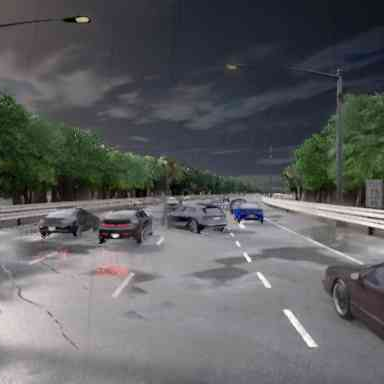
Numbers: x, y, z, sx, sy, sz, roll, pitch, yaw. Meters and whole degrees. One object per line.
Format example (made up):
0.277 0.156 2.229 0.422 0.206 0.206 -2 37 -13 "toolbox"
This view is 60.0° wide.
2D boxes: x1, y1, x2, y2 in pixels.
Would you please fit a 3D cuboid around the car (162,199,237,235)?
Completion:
0.061 1.469 19.508 2.033 1.649 4.856 -2 1 -35 "car"

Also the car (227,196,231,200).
5.158 1.509 36.266 2.033 1.649 4.856 0 0 5 "car"

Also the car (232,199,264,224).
4.330 1.529 25.623 1.882 1.535 5.008 0 0 4 "car"

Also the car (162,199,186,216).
-1.813 1.582 35.322 1.837 1.490 4.892 0 0 5 "car"

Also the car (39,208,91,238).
-6.477 1.561 17.912 1.812 1.442 4.674 0 0 2 "car"

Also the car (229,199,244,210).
6.270 1.668 46.882 1.994 1.385 4.181 0 0 7 "car"

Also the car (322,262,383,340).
3.521 1.555 4.290 2.033 1.411 5.357 0 0 1 "car"

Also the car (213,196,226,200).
4.576 1.693 60.493 2.033 1.411 5.357 0 0 10 "car"

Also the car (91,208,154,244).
-3.038 1.536 16.042 1.837 1.490 4.892 0 0 2 "car"
